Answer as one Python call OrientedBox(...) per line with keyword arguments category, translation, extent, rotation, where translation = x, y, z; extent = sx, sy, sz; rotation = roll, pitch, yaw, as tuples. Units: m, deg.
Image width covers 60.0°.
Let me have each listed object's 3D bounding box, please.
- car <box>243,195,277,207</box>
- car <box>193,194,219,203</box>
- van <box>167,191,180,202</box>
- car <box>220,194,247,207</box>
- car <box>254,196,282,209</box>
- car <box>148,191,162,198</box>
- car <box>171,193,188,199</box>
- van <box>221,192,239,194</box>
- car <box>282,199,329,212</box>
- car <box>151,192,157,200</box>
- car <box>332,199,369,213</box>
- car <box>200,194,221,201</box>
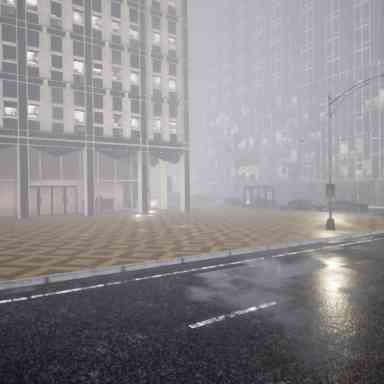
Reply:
OrientedBox(category="car", translation=(9.332, 1.252, 45.785), extent=(1.812, 1.442, 4.674), rotation=(-1, 1, -34))
OrientedBox(category="car", translation=(2.038, 1.110, 56.547), extent=(1.837, 1.490, 4.892), rotation=(-1, 2, -34))
OrientedBox(category="van", translation=(-3.399, 0.936, 59.892), extent=(1.690, 1.788, 3.998), rotation=(0, 1, -34))
OrientedBox(category="car", translation=(6.152, 1.318, 45.771), extent=(1.947, 1.339, 4.313), rotation=(-1, 1, -34))
OrientedBox(category="car", translation=(9.302, 1.387, 41.041), extent=(1.802, 1.307, 4.206), rotation=(-1, 1, -34))
OrientedBox(category="car", translation=(-9.267, 0.685, 83.399), extent=(1.967, 1.590, 4.097), rotation=(0, 1, -34))
OrientedBox(category="car", translation=(-2.869, 0.935, 74.006), extent=(1.802, 1.307, 4.206), rotation=(0, 1, -34))
OrientedBox(category="van", translation=(6.726, 0.854, 59.908), extent=(1.690, 1.788, 3.998), rotation=(-1, 1, -34))
OrientedBox(category="car", translation=(12.486, 1.422, 36.331), extent=(1.947, 1.339, 4.313), rotation=(-1, 1, -34))
OrientedBox(category="car", translation=(-9.797, 1.038, 69.290), extent=(2.008, 1.369, 4.403), rotation=(0, 1, -34))
OrientedBox(category="car", translation=(16.433, 1.404, 35.351), extent=(1.994, 1.385, 4.181), rotation=(-1, 1, -34))
OrientedBox(category="car", translation=(3.528, 1.042, 64.609), extent=(1.802, 1.307, 4.206), rotation=(-1, 1, -34))
